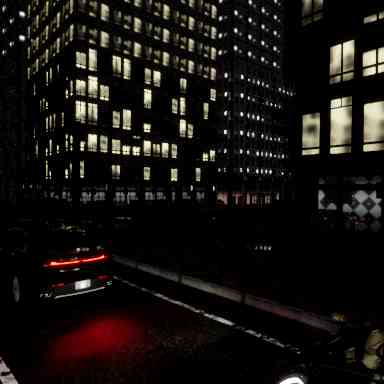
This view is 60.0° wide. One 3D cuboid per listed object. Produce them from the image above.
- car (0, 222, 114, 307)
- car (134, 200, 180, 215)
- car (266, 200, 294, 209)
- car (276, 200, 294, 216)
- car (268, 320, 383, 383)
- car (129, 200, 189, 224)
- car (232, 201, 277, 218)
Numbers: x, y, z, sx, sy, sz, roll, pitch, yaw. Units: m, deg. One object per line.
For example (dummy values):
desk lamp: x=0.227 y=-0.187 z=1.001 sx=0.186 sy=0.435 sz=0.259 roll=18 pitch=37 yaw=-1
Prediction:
car: x=-3.659 y=1.501 z=8.115 sx=1.837 sy=1.490 sz=4.892 roll=0 pitch=0 yaw=-41
car: x=-3.813 y=1.648 z=36.439 sx=4.829 sy=1.417 sz=1.752 roll=1 pitch=0 yaw=-40
car: x=13.526 y=1.882 z=51.125 sx=4.313 sy=1.339 sz=1.947 roll=1 pitch=0 yaw=-40
car: x=10.342 y=1.936 z=37.447 sx=4.206 sy=1.307 sz=1.802 roll=1 pitch=0 yaw=-40
car: x=2.426 y=1.352 z=1.325 sx=2.097 sy=1.767 sz=4.553 roll=0 pitch=0 yaw=-41
car: x=-2.566 y=1.524 z=26.511 sx=5.009 sy=1.841 sz=2.192 roll=1 pitch=0 yaw=-40
car: x=6.169 y=1.833 z=33.911 sx=4.829 sy=1.417 sz=1.752 roll=1 pitch=0 yaw=-40
